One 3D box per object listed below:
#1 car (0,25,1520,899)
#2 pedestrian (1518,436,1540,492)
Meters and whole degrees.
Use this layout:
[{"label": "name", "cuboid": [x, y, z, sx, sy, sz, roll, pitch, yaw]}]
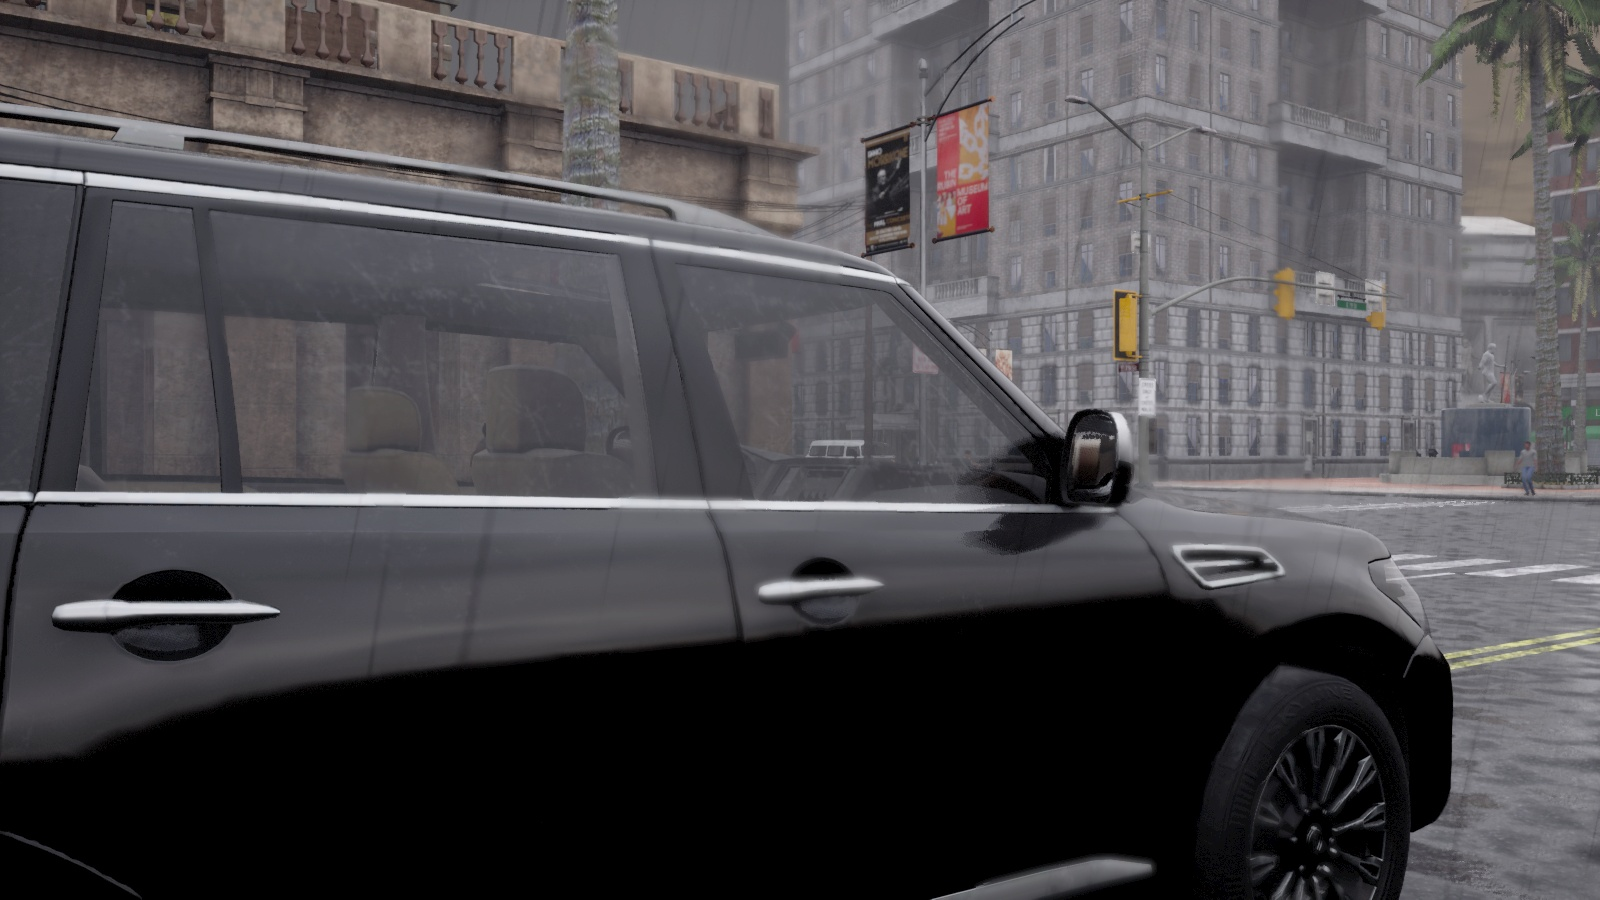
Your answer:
[{"label": "car", "cuboid": [-0.661, 0.473, 3.201, 5.566, 2.045, 2.150, 0, 0, -35]}, {"label": "pedestrian", "cuboid": [23.833, 0.451, 41.072, 0.706, 1.836, 0.354, 0, 0, -36]}]
